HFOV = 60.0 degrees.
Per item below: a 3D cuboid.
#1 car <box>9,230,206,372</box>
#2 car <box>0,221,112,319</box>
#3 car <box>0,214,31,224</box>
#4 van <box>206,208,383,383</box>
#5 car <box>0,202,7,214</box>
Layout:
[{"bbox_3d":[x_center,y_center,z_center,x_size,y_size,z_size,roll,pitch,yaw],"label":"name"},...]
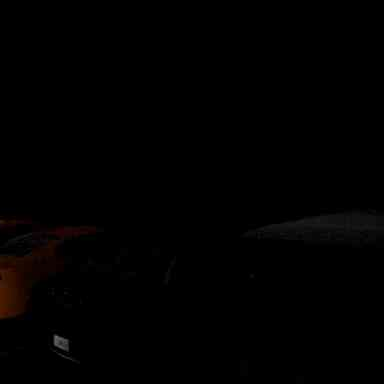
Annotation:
[{"bbox_3d":[-0.118,1.488,5.840,2.231,1.521,4.892,0,0,36],"label":"car"},{"bbox_3d":[-2.372,1.492,7.451,2.097,1.535,5.008,0,0,36],"label":"car"},{"bbox_3d":[-4.729,1.498,9.133,2.097,1.535,5.008,0,0,36],"label":"car"},{"bbox_3d":[2.207,1.256,4.331,1.878,1.987,4.442,0,0,36],"label":"van"},{"bbox_3d":[-6.898,1.378,10.649,2.185,1.767,4.553,0,0,36],"label":"car"}]
